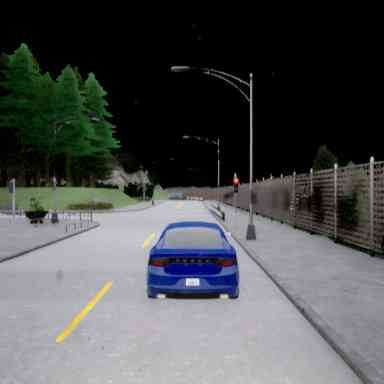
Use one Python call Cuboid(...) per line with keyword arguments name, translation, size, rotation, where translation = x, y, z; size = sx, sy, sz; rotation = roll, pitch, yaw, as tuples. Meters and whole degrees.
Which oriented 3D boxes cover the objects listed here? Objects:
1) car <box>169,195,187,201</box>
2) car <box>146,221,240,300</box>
Cuboid(name="car", translation=(-3.849, 1.528, 87.969), size=(5.357, 1.411, 2.033), rotation=(0, 0, 40))
Cuboid(name="car", translation=(0.033, 1.477, 8.478), size=(1.882, 1.535, 5.008), rotation=(0, 0, 0))
